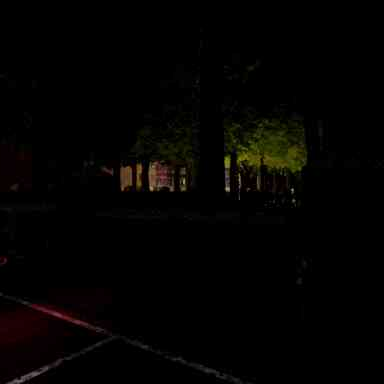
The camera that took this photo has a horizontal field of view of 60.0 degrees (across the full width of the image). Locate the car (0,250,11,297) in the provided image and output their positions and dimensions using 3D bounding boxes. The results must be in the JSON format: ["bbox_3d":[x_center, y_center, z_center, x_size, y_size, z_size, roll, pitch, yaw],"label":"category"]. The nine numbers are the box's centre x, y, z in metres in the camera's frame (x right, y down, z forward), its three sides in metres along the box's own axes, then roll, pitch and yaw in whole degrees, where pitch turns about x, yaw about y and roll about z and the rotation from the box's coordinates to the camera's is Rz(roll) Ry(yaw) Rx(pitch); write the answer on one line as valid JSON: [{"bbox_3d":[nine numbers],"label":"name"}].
[{"bbox_3d":[-5.846,1.483,7.120,5.008,1.535,1.882,0,0,36],"label":"car"}]
